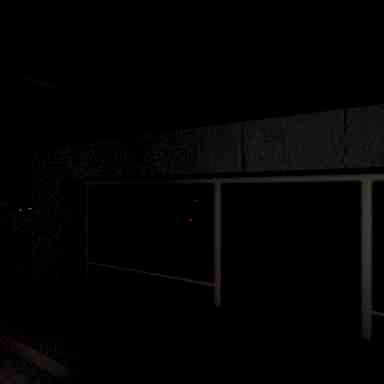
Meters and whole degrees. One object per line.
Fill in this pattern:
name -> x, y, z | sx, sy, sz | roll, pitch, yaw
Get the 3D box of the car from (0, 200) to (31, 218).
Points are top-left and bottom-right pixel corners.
car -> -15.210, 1.519, 30.666 | 1.837, 1.490, 4.892 | 0, 0, 34
